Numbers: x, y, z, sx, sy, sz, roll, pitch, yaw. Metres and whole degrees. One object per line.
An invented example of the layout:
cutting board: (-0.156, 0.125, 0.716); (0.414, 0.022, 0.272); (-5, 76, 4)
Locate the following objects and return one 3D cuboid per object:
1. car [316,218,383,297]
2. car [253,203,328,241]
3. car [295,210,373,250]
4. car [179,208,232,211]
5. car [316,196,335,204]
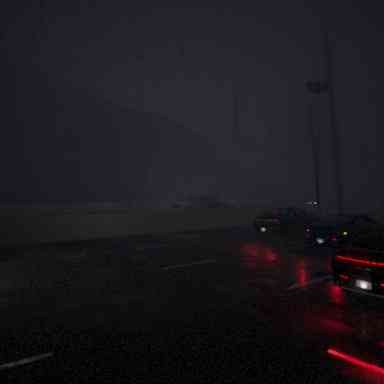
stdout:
car: (5.165, 1.509, 7.804); (4.892, 1.490, 1.837); (0, 0, -38)
car: (5.138, 1.504, 16.778); (4.902, 1.511, 2.128); (0, 0, -40)
car: (6.317, 1.534, 13.217); (4.674, 1.442, 1.812); (0, 0, -39)
car: (1.508, 1.504, 27.709); (5.008, 1.535, 1.882); (0, 0, -41)
car: (25.872, 1.567, 64.351); (2.128, 1.511, 4.902); (0, 0, 37)
